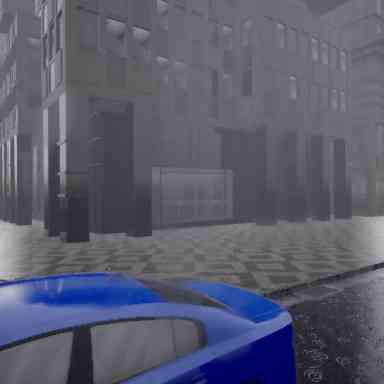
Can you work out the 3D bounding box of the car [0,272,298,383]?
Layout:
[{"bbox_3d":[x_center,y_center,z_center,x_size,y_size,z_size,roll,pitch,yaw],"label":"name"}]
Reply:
[{"bbox_3d":[-1.329,1.477,2.431,5.008,1.535,1.882,0,0,-36],"label":"car"}]
